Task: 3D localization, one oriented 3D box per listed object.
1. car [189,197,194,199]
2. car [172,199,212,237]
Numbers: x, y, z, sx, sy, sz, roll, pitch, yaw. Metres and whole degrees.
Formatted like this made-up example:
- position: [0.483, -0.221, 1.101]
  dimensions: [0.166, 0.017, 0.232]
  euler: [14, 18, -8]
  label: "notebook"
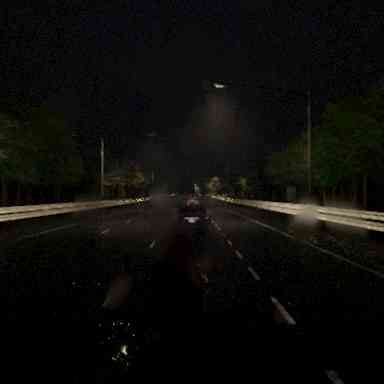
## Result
- position: [-0.009, 2.011, 56.138]
  dimensions: [1.895, 1.301, 4.718]
  euler: [0, 0, 0]
  label: "car"
- position: [-0.009, 1.478, 18.941]
  dimensions: [2.097, 1.767, 4.553]
  euler: [0, 0, 0]
  label: "car"
